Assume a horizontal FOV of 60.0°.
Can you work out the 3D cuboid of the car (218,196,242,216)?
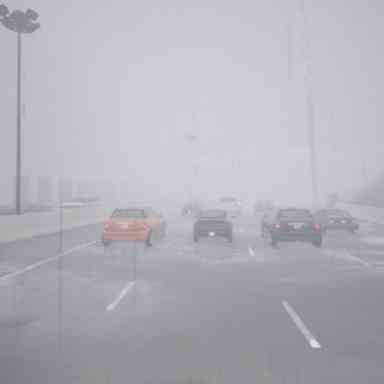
[{"bbox_3d":[4.091,1.430,35.534,2.150,2.045,5.566,0,0,12],"label":"car"}]

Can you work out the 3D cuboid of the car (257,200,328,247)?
[{"bbox_3d":[4.511,1.453,15.708,2.097,1.767,4.553,0,0,5],"label":"car"}]

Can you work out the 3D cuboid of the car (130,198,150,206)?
[{"bbox_3d":[-9.824,1.848,63.635,1.812,1.442,4.674,0,0,20],"label":"car"}]

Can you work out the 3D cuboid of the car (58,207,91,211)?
[{"bbox_3d":[-10.919,1.371,32.839,2.150,2.045,5.566,0,0,11],"label":"car"}]

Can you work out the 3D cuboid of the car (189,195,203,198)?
[{"bbox_3d":[0.857,1.600,71.674,2.150,2.045,5.566,0,0,22],"label":"car"}]

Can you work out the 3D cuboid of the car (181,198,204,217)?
[{"bbox_3d":[0.226,1.694,34.036,1.837,1.490,4.892,0,0,11],"label":"car"}]

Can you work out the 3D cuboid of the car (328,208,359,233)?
[{"bbox_3d":[8.545,1.686,20.560,2.033,1.411,5.357,0,0,8],"label":"car"}]

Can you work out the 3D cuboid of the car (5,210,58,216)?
[{"bbox_3d":[-14.921,1.672,30.389,2.033,1.411,5.357,0,0,10],"label":"car"}]

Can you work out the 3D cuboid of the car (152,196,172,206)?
[{"bbox_3d":[-5.729,1.693,64.603,2.097,1.767,4.553,0,-1,20],"label":"car"}]

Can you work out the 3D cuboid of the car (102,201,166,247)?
[{"bbox_3d":[-2.529,1.431,15.573,2.097,1.767,4.553,0,0,5],"label":"car"}]

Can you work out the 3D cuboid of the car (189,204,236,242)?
[{"bbox_3d":[1.112,1.603,16.987,1.837,1.490,4.892,0,0,6],"label":"car"}]

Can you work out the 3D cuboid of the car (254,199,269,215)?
[{"bbox_3d":[8.140,1.583,37.405,2.097,1.767,4.553,0,0,13],"label":"car"}]
